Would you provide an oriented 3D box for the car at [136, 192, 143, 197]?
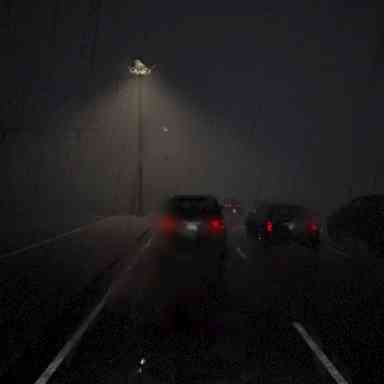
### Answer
[{"bbox_3d":[-15.166,0.700,94.248,1.994,1.385,4.181,0,1,1],"label":"car"}]

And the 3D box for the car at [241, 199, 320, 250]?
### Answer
[{"bbox_3d":[3.534,1.229,13.767,2.097,1.767,4.553,0,1,0],"label":"car"}]

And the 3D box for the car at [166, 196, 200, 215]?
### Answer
[{"bbox_3d":[-0.943,1.205,30.828,1.882,1.535,5.008,1,0,-17],"label":"car"}]

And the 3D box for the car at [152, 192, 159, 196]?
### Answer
[{"bbox_3d":[-8.183,0.815,77.814,1.837,1.490,4.892,0,1,0],"label":"car"}]

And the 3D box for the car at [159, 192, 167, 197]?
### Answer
[{"bbox_3d":[-8.163,0.721,94.363,1.895,1.301,4.718,0,1,1],"label":"car"}]

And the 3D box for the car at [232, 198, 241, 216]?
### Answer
[{"bbox_3d":[3.247,1.245,29.474,1.837,1.490,4.892,1,1,-5],"label":"car"}]

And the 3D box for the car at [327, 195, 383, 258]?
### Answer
[{"bbox_3d":[7.029,1.109,12.348,2.150,2.045,5.566,0,0,0],"label":"car"}]

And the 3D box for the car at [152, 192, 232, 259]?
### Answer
[{"bbox_3d":[0.029,1.110,12.313,2.150,2.045,5.566,0,0,0],"label":"car"}]

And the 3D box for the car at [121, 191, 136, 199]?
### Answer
[{"bbox_3d":[-15.184,0.668,78.168,2.097,1.767,4.553,0,1,0],"label":"car"}]

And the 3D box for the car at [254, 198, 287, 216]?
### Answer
[{"bbox_3d":[7.004,1.297,30.046,1.994,1.385,4.181,0,0,0],"label":"car"}]
